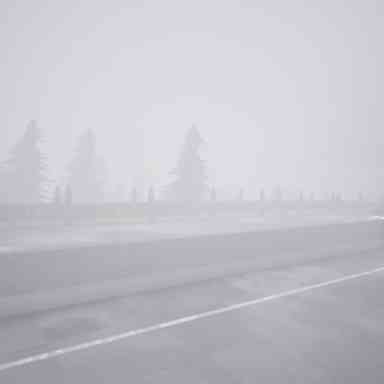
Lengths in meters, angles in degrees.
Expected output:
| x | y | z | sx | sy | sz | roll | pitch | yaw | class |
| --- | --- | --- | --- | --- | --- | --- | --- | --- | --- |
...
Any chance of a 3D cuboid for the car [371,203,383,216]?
| x | y | z | sx | sy | sz | roll | pitch | yaw | class |
| --- | --- | --- | --- | --- | --- | --- | --- | --- | --- |
| 21.481 | 1.932 | 36.495 | 4.181 | 1.385 | 1.994 | 1 | 0 | -35 | car |
